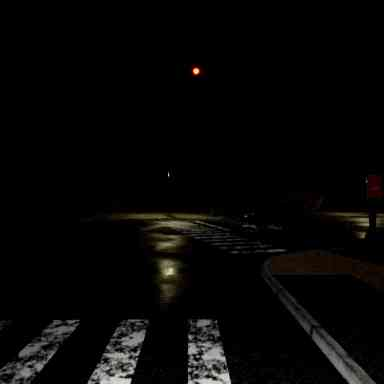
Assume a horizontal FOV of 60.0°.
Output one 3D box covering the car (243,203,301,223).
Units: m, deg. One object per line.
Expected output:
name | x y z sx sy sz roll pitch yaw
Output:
car | 6.344 1.623 26.298 4.674 1.442 1.812 1 0 -19

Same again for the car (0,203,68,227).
car | -10.435 1.383 20.271 5.357 1.411 2.033 1 0 -21
